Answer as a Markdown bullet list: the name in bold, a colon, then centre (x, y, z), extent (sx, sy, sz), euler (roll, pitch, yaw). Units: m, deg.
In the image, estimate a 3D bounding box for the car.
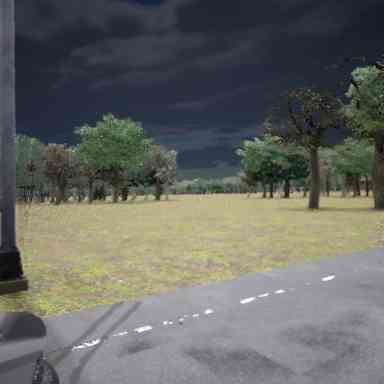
- **car**: centre (-3.236, 1.517, 1.541), extent (4.892, 1.490, 1.837), euler (0, 0, -36)
